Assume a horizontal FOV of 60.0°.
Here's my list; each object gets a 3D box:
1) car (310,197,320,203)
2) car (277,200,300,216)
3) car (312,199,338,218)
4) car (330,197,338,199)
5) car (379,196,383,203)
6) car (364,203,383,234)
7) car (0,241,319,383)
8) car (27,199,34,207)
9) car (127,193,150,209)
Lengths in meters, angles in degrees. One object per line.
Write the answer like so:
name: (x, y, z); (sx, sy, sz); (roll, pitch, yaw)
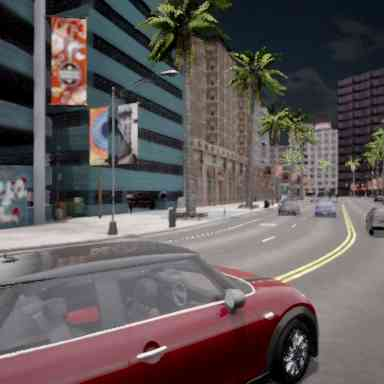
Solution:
car: (26.715, 1.699, 71.651); (1.994, 1.385, 4.181); (0, 0, 24)
car: (9.954, 1.632, 34.014); (1.837, 1.490, 4.892); (0, 0, 24)
car: (12.836, 1.643, 31.878); (1.812, 1.442, 4.674); (0, 0, 24)
car: (29.579, 1.701, 69.473); (2.128, 1.511, 4.902); (0, 0, 24)
car: (38.926, 1.586, 65.641); (2.185, 1.767, 4.553); (0, 0, 24)
car: (11.241, 1.617, 19.411); (2.033, 1.411, 5.357); (0, 0, 25)
car: (-0.524, 1.368, 3.805); (4.553, 1.767, 2.097); (0, 0, -39)
car: (-25.168, 1.685, 52.798); (1.895, 1.301, 4.718); (0, 0, 24)
car: (-7.928, 1.214, 46.042); (2.435, 2.045, 5.566); (0, 0, 24)
